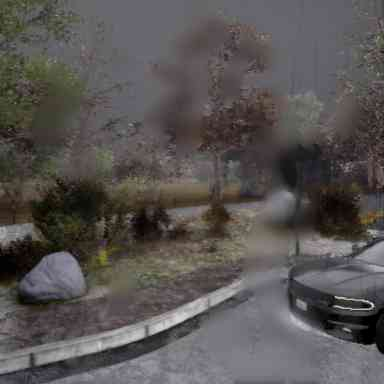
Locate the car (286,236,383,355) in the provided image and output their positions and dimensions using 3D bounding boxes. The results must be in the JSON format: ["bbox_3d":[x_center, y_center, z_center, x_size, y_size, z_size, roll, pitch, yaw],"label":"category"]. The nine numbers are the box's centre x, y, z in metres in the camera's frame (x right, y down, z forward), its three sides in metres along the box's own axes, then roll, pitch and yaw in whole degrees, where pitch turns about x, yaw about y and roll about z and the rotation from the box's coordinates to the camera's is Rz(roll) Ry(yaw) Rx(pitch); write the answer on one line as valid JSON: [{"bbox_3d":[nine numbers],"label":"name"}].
[{"bbox_3d":[4.031,1.421,5.653,5.008,1.535,1.882,0,0,-16],"label":"car"}]
